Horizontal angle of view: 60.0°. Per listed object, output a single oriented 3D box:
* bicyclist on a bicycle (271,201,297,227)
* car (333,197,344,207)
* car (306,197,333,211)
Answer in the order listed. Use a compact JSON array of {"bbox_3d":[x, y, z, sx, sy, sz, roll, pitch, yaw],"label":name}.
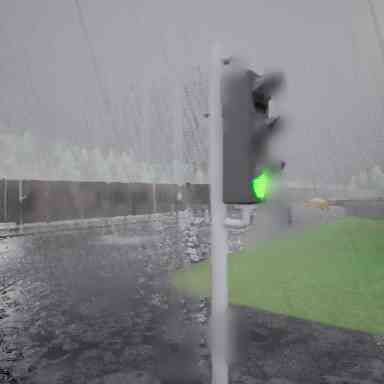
[{"bbox_3d":[5.845,1.399,21.206,1.656,1.620,0.582,-1,0,35],"label":"bicyclist on a bicycle"},{"bbox_3d":[22.177,1.557,51.560,1.882,1.535,5.008,0,0,35],"label":"car"},{"bbox_3d":[16.387,1.557,43.342,1.882,1.535,5.008,0,0,36],"label":"car"}]
